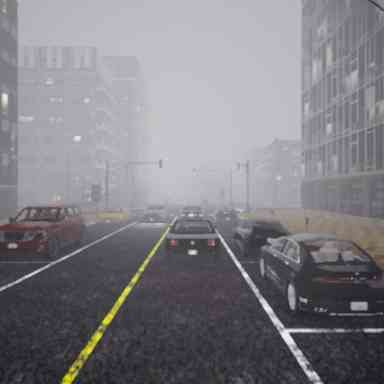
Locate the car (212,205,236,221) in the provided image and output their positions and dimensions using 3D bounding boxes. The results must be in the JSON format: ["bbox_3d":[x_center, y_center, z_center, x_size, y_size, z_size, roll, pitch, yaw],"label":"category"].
[{"bbox_3d":[2.619,1.742,26.557,2.008,1.369,4.403,0,0,0],"label":"car"}]

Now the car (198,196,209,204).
[{"bbox_3d":[2.594,2.046,68.564,1.947,1.339,4.313,0,0,0],"label":"car"}]

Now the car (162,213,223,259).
[{"bbox_3d":[0.041,1.696,13.042,1.895,1.301,4.718,0,0,0],"label":"car"}]

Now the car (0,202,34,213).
[{"bbox_3d":[-26.041,2.268,49.074,4.403,1.369,2.008,-1,1,-1],"label":"car"}]

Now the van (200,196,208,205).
[{"bbox_3d":[2.584,1.857,74.098,1.690,1.788,3.998,0,0,0],"label":"van"}]

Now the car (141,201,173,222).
[{"bbox_3d":[-3.084,1.752,28.335,2.033,1.411,5.357,0,0,0],"label":"car"}]

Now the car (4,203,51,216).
[{"bbox_3d":[-20.088,2.158,40.785,4.829,1.417,1.752,-1,1,-1],"label":"car"}]

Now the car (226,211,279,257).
[{"bbox_3d":[2.665,1.662,13.152,1.947,1.339,4.313,0,0,0],"label":"car"}]

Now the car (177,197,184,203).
[{"bbox_3d":[-3.124,2.134,89.045,2.128,1.511,4.902,0,0,0],"label":"car"}]

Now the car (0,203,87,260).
[{"bbox_3d":[-5.717,1.411,13.100,2.192,1.841,5.009,0,0,0],"label":"car"}]

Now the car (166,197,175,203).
[{"bbox_3d":[-5.819,2.066,90.694,1.967,1.590,4.097,0,0,0],"label":"car"}]

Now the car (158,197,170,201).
[{"bbox_3d":[-5.780,1.994,63.026,2.008,1.369,4.403,0,0,0],"label":"car"}]

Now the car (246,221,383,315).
[{"bbox_3d":[2.673,1.607,7.510,2.008,1.369,4.403,-1,0,0],"label":"car"}]

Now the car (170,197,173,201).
[{"bbox_3d":[-5.795,2.061,74.093,1.887,1.381,4.507,0,0,0],"label":"car"}]

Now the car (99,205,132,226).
[{"bbox_3d":[-5.694,1.707,25.047,1.752,1.417,4.829,0,0,0],"label":"car"}]

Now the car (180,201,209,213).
[{"bbox_3d":[0.010,1.739,26.532,2.033,1.411,5.357,0,0,0],"label":"car"}]

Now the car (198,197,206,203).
[{"bbox_3d":[2.569,2.029,85.165,1.967,1.590,4.097,0,0,0],"label":"car"}]
